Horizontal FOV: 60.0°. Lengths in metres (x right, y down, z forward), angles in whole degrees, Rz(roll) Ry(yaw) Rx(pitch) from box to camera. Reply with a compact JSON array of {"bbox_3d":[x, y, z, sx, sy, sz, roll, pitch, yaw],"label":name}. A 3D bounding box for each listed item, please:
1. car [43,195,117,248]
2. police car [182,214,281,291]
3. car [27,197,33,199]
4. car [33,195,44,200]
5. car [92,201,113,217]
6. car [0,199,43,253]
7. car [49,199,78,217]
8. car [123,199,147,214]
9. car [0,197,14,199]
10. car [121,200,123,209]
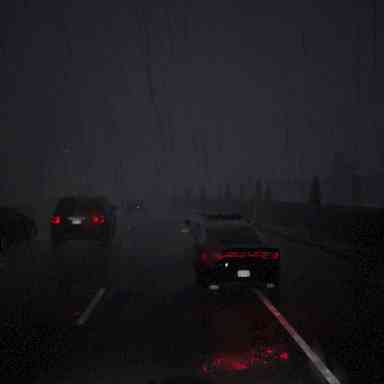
[{"bbox_3d":[-4.728,1.221,15.119,2.150,2.045,5.566,0,0,-9],"label":"car"},{"bbox_3d":[0.797,1.420,9.197,1.930,1.638,5.238,0,0,-5],"label":"police car"},{"bbox_3d":[-33.908,1.806,70.204,2.033,1.411,5.357,0,-2,-16],"label":"car"},{"bbox_3d":[-28.643,1.433,64.376,2.097,1.767,4.553,0,-1,-16],"label":"car"},{"bbox_3d":[-8.794,1.607,32.703,1.895,1.301,4.718,0,0,-15],"label":"car"},{"bbox_3d":[-8.119,1.355,13.738,2.097,1.767,4.553,0,0,-7],"label":"car"},{"bbox_3d":[-12.319,1.506,32.263,2.128,1.511,4.902,0,0,-15],"label":"car"},{"bbox_3d":[-6.102,1.562,36.164,1.994,1.385,4.181,0,0,-16],"label":"car"},{"bbox_3d":[-36.049,1.623,64.866,1.882,1.535,5.008,0,-1,-16],"label":"car"},{"bbox_3d":[-8.803,1.608,45.833,1.895,1.301,4.718,0,0,-16],"label":"car"}]
